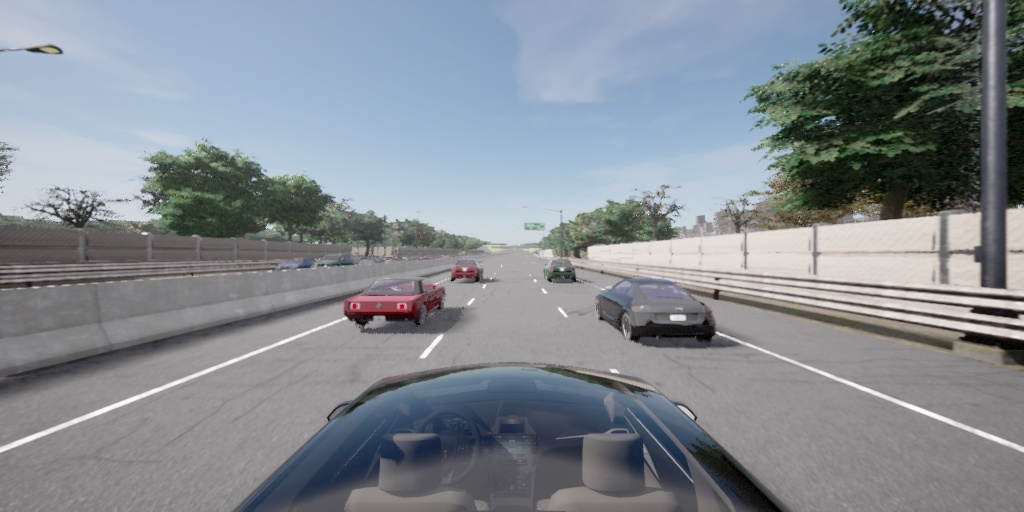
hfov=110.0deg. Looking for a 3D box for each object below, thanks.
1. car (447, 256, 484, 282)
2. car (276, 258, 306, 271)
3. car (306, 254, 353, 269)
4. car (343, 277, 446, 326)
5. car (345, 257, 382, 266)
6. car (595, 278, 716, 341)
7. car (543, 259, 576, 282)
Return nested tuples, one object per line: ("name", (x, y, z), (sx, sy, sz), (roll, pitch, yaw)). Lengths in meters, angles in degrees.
("car", (-3.392, 0.995, 27.878), (2.097, 1.767, 4.553), (0, 0, 0))
("car", (-21.073, 0.954, 35.444), (2.097, 1.767, 4.553), (0, 0, 0))
("car", (-17.576, 0.824, 35.658), (2.150, 2.045, 5.566), (0, 0, 0))
("car", (-3.401, 1.314, 11.444), (1.895, 1.301, 4.718), (0, 0, 0))
("car", (-14.076, 1.081, 35.246), (1.882, 1.535, 5.008), (0, 0, 0))
("car", (3.592, 1.285, 9.739), (1.994, 1.385, 4.181), (0, 0, 0))
("car", (3.608, 0.995, 27.881), (2.097, 1.767, 4.553), (0, 0, 0))
